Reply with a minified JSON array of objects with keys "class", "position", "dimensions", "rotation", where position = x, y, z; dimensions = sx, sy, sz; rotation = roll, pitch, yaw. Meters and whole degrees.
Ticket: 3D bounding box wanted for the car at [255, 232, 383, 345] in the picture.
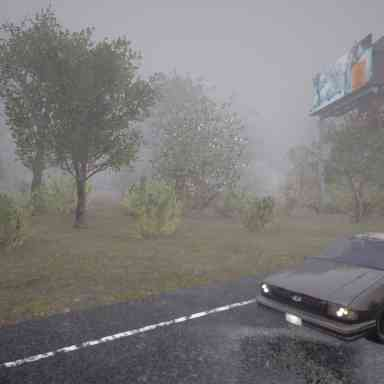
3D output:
[{"class":"car","position":[3.724,1.557,6.589],"dimensions":[5.357,1.411,2.033],"rotation":[0,0,-35]}]
